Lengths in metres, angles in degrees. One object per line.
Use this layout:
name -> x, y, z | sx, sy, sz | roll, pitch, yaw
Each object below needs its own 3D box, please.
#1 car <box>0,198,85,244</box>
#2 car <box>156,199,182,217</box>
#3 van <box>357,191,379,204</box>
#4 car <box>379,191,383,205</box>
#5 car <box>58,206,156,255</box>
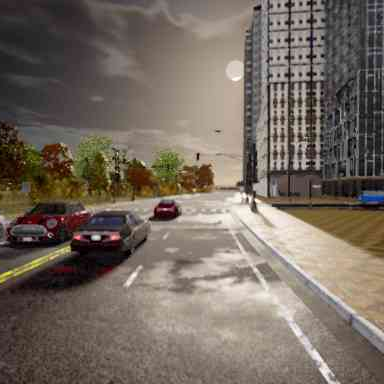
car -> -6.203, 1.206, 14.966 | 2.097, 1.767, 4.553 | 0, 1, 3
car -> -1.958, 1.304, 28.010 | 1.994, 1.385, 4.181 | 0, 0, 5
van -> 24.570, 0.739, 44.956 | 3.998, 1.788, 1.690 | 0, 1, 8
car -> 23.321, 0.948, 36.426 | 4.097, 1.590, 1.967 | 0, 1, 8
car -> -2.872, 1.427, 12.751 | 2.033, 1.411, 5.357 | 0, 0, 2
